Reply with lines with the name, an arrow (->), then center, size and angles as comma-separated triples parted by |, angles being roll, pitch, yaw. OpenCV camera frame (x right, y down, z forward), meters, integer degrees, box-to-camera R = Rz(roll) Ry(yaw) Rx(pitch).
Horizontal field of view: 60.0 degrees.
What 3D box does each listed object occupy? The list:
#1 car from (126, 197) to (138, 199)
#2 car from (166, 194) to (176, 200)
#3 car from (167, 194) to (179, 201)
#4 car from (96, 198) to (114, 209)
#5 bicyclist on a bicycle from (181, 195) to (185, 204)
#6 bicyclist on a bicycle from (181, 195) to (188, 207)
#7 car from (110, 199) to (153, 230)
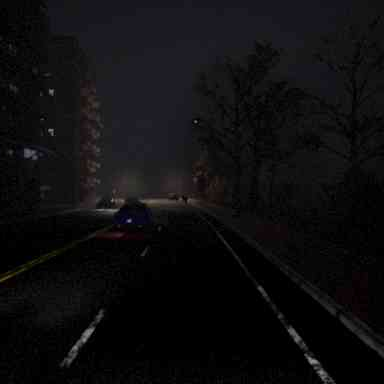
car -> -8.137, 1.389, 45.149 | 2.128, 1.511, 4.902 | 0, 0, -4
car -> -5.408, 1.173, 86.140 | 2.128, 1.511, 4.902 | 0, 0, -8
car -> -4.037, 1.311, 74.120 | 1.837, 1.490, 4.892 | 0, 0, -6
car -> -11.330, 1.450, 44.243 | 2.033, 1.411, 5.357 | 0, 0, -4
bicyclist on a bicycle -> -1.538, 1.312, 57.273 | 0.582, 1.620, 1.656 | 0, 0, -5
bicyclist on a bicycle -> -0.840, 1.336, 48.211 | 0.582, 1.620, 1.656 | 0, 0, -4
car -> -3.503, 1.433, 20.703 | 1.882, 1.535, 5.008 | 0, 0, -2
